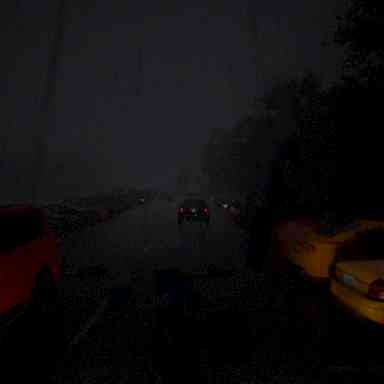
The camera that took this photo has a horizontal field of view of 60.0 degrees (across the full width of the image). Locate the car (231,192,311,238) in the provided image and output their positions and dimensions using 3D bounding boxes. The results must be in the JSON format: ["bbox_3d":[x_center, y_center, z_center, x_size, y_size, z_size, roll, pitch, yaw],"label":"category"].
[{"bbox_3d":[5.065,1.167,16.885,5.566,2.045,2.435,0,1,0],"label":"car"}]

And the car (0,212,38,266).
[{"bbox_3d":[-8.071,1.490,11.139,4.792,1.488,2.163,0,0,0],"label":"car"}]

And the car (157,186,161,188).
[{"bbox_3d":[-8.080,0.187,55.707,4.792,1.488,2.163,0,3,0],"label":"car"}]

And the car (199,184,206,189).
[{"bbox_3d":[4.733,-0.646,82.880,5.008,1.535,2.097,0,3,0],"label":"car"}]

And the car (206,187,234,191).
[{"bbox_3d":[5.033,0.329,53.123,4.674,1.452,2.002,0,3,0],"label":"car"}]

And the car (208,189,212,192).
[{"bbox_3d":[5.217,0.694,44.641,5.366,1.575,1.946,0,2,0],"label":"car"}]

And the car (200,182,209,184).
[{"bbox_3d":[4.767,-0.933,85.639,4.553,1.767,2.185,0,3,0],"label":"car"}]

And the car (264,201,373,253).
[{"bbox_3d":[5.069,1.334,11.306,4.553,1.767,2.185,0,0,0],"label":"car"}]

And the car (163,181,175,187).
[{"bbox_3d":[-8.322,-1.375,91.037,5.566,2.045,2.435,0,3,0],"label":"car"}]

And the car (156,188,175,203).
[{"bbox_3d":[-3.509,0.589,47.098,1.882,1.535,5.008,0,3,0],"label":"car"}]

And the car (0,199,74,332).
[{"bbox_3d":[-3.620,1.222,4.328,2.150,2.045,5.566,0,0,-1],"label":"car"}]

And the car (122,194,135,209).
[{"bbox_3d":[-8.075,1.202,30.646,4.792,1.488,2.163,0,1,0],"label":"car"}]

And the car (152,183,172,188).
[{"bbox_3d":[-8.374,-0.770,85.511,4.792,1.488,2.163,0,3,0],"label":"car"}]

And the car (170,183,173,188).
[{"bbox_3d":[-8.342,-0.962,88.281,5.008,1.535,2.097,0,3,0],"label":"car"}]

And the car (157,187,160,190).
[{"bbox_3d":[-8.020,0.329,52.927,4.792,1.488,2.163,0,3,0],"label":"car"}]

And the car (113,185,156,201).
[{"bbox_3d":[-8.020,0.449,44.565,5.566,2.045,2.435,0,2,0],"label":"car"}]

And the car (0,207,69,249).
[{"bbox_3d":[-8.048,1.444,13.926,5.008,1.535,2.097,0,0,0],"label":"car"}]

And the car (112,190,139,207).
[{"bbox_3d":[-8.077,0.972,33.429,4.553,1.767,2.185,0,2,0],"label":"car"}]

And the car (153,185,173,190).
[{"bbox_3d":[-8.167,-1.290,93.824,5.366,1.575,1.946,0,3,0],"label":"car"}]

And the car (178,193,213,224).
[{"bbox_3d":[0.099,1.196,23.711,2.097,1.767,4.553,0,1,0],"label":"car"}]

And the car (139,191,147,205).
[{"bbox_3d":[-8.076,0.951,39.013,4.792,1.488,2.163,0,2,0],"label":"car"}]

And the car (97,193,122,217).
[{"bbox_3d":[-8.013,1.173,25.069,4.553,1.767,2.185,0,1,0],"label":"car"}]

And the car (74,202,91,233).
[{"bbox_3d":[-8.049,1.420,16.715,5.008,1.535,2.097,0,1,0],"label":"car"}]

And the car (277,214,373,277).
[{"bbox_3d":[5.033,1.468,8.521,5.008,1.535,2.097,0,0,0],"label":"car"}]

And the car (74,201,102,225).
[{"bbox_3d":[-8.041,1.428,19.505,4.674,1.452,2.002,0,1,0],"label":"car"}]

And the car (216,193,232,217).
[{"bbox_3d":[5.028,1.172,30.699,4.892,1.521,2.231,0,2,0],"label":"car"}]

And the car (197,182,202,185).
[{"bbox_3d":[4.541,-1.289,93.818,5.366,1.575,1.946,0,3,0],"label":"car"}]

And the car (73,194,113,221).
[{"bbox_3d":[-8.013,1.222,22.290,4.553,1.767,2.185,0,1,0],"label":"car"}]

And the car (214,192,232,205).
[{"bbox_3d":[5.028,1.092,33.616,5.008,1.535,2.097,0,2,0],"label":"car"}]

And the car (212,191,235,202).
[{"bbox_3d":[5.028,1.007,36.405,5.008,1.535,2.097,0,2,0],"label":"car"}]

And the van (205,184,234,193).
[{"bbox_3d":[4.903,-0.071,55.780,4.442,1.987,1.878,-1,3,0],"label":"van"}]

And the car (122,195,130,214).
[{"bbox_3d":[-8.016,1.269,27.859,4.792,1.488,2.163,0,1,0],"label":"car"}]

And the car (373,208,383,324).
[{"bbox_3d":[5.011,1.225,2.827,5.566,2.045,2.435,0,0,0],"label":"car"}]

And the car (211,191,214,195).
[{"bbox_3d":[5.003,0.944,39.196,4.792,1.488,2.163,0,2,0],"label":"car"}]

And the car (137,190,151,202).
[{"bbox_3d":[-8.054,0.817,41.789,4.892,1.521,2.231,0,2,0],"label":"car"}]

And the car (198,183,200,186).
[{"bbox_3d":[4.727,-1.084,91.055,4.674,1.452,2.002,0,3,0],"label":"car"}]

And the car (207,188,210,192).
[{"bbox_3d":[5.033,0.471,50.342,4.674,1.452,2.002,0,3,0],"label":"car"}]

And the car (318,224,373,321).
[{"bbox_3d":[5.224,1.469,5.613,5.366,1.575,1.946,0,0,0],"label":"car"}]

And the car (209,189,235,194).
[{"bbox_3d":[5.218,0.811,41.848,5.366,1.575,1.946,0,2,0],"label":"car"}]

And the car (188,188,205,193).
[{"bbox_3d":[0.093,0.753,40.038,2.097,1.767,4.553,0,2,0],"label":"car"}]
